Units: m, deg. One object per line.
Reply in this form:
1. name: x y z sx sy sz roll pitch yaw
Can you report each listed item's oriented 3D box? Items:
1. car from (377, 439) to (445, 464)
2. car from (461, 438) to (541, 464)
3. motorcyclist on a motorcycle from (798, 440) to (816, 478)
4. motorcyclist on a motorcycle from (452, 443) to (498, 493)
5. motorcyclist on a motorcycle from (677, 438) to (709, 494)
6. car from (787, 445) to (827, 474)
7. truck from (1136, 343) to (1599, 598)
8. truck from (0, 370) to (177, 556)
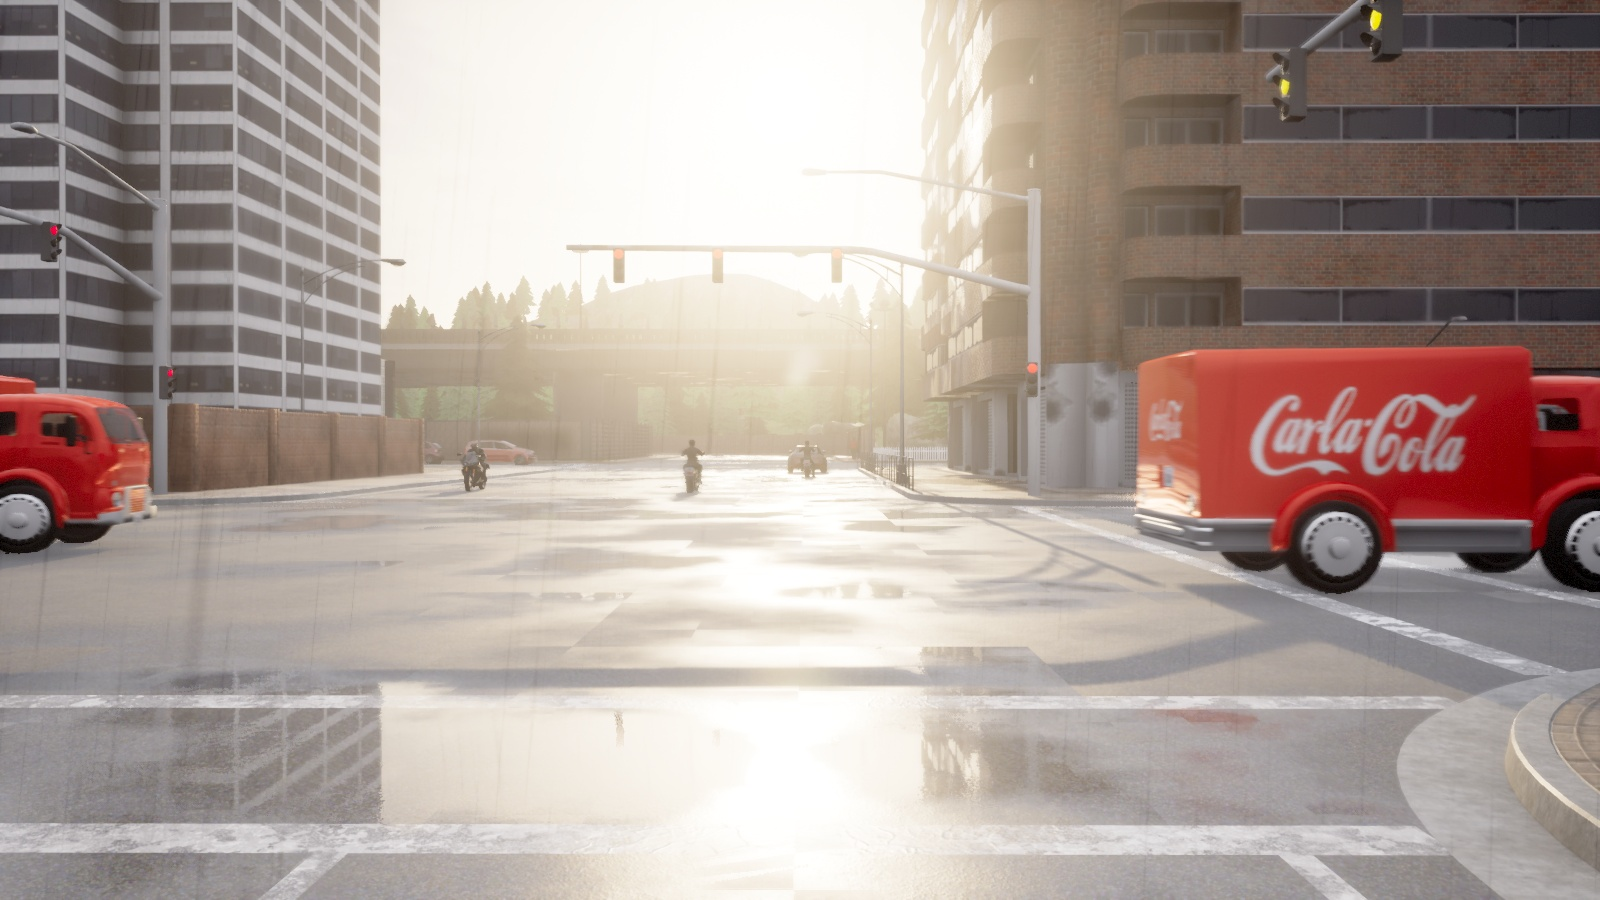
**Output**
1. car: -26.068 0.093 84.227 3.988 1.617 1.851 0 0 0
2. car: -19.158 0.066 80.698 4.611 1.667 2.242 0 0 0
3. motorcyclist on a motorcycle: 0.320 0.386 55.093 0.766 1.649 2.350 0 0 1
4. motorcyclist on a motorcycle: -10.265 0.549 39.709 0.866 1.530 2.191 0 0 0
5. motorcyclist on a motorcycle: -3.268 0.477 38.448 0.766 1.649 2.350 0 0 1
6. car: 0.367 0.450 63.841 1.994 1.385 4.181 0 0 0
7. truck: 6.561 0.189 13.493 5.204 2.467 2.627 0 0 1
8. truck: -12.041 0.149 17.760 5.204 2.467 2.627 0 1 -8
